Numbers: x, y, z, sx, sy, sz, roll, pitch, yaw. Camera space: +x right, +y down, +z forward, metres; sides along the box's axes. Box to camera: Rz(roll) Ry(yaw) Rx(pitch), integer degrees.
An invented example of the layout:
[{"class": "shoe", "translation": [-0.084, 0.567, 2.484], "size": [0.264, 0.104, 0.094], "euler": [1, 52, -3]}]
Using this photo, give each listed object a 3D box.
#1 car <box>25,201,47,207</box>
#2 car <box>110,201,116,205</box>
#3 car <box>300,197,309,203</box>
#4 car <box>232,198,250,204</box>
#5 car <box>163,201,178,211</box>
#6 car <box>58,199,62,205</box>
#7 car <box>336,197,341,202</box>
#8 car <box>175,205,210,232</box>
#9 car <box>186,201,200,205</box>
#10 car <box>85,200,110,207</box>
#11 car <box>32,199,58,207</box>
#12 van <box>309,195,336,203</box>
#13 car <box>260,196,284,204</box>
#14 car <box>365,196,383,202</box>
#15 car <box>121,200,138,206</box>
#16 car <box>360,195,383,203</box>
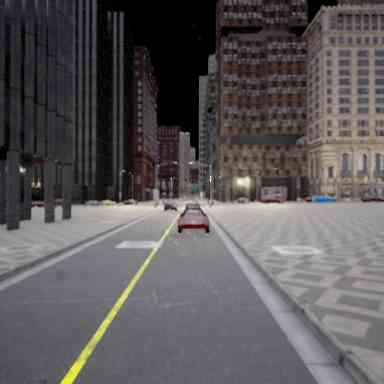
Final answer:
[{"class": "car", "translation": [-37.707, 2.883, 80.352], "size": [4.507, 1.381, 1.887], "euler": [-1, 0, 0]}, {"class": "car", "translation": [-20.946, 2.594, 80.351], "size": [4.829, 1.417, 1.752], "euler": [-1, 0, 0]}, {"class": "car", "translation": [28.152, 1.912, 80.443], "size": [4.507, 1.381, 1.887], "euler": [-1, 0, 0]}, {"class": "car", "translation": [11.775, 2.139, 80.445], "size": [4.403, 1.369, 2.008], "euler": [-1, 0, 0]}, {"class": "car", "translation": [-2.996, 1.985, 47.367], "size": [2.033, 1.411, 5.357], "euler": [0, -1, 0]}, {"class": "car", "translation": [-32.067, 2.561, 80.350], "size": [5.009, 1.841, 2.192], "euler": [-1, 0, 0]}, {"class": "car", "translation": [33.611, 1.847, 80.443], "size": [4.403, 1.369, 2.008], "euler": [-1, 0, 0]}, {"class": "car", "translation": [0.103, 1.748, 21.732], "size": [1.994, 1.385, 4.181], "euler": [0, -1, 0]}, {"class": "car", "translation": [0.103, 1.879, 42.587], "size": [2.128, 1.511, 4.902], "euler": [0, -1, 0]}, {"class": "car", "translation": [-20.786, 2.525, 71.827], "size": [4.403, 1.369, 2.008], "euler": [-1, 0, 0]}, {"class": "car", "translation": [-32.073, 2.699, 71.827], "size": [4.507, 1.381, 1.887], "euler": [-1, 0, 0]}, {"class": "van", "translation": [28.138, 1.617, 71.919], "size": [3.998, 1.788, 1.690], "euler": [-1, 0, 0]}, {"class": "car", "translation": [17.219, 1.736, 71.920], "size": [5.009, 1.841, 2.192], "euler": [-1, 0, 0]}, {"class": "car", "translation": [44.530, 1.713, 80.442], "size": [4.403, 1.369, 2.008], "euler": [-1, 0, 0]}, {"class": "car", "translation": [-15.133, 2.545, 80.351], "size": [4.313, 1.339, 1.947], "euler": [-1, 0, 0]}, {"class": "car", "translation": [39.058, 1.452, 71.918], "size": [5.009, 1.841, 2.192], "euler": [-1, 0, 0]}]
